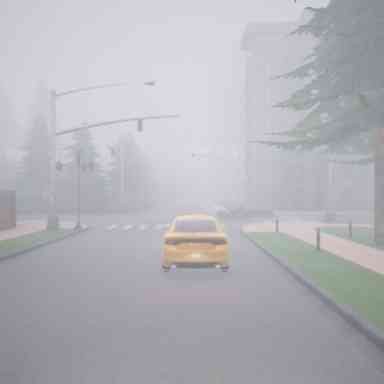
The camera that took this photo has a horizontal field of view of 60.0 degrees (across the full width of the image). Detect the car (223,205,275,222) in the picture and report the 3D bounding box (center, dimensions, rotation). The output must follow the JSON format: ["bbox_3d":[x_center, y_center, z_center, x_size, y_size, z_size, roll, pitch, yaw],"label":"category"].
[{"bbox_3d":[4.443,1.682,27.106,4.718,1.301,1.895,0,0,-29],"label":"car"}]

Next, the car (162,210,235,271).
[{"bbox_3d":[0.100,1.506,11.067,1.882,1.535,5.008,0,0,0],"label":"car"}]
